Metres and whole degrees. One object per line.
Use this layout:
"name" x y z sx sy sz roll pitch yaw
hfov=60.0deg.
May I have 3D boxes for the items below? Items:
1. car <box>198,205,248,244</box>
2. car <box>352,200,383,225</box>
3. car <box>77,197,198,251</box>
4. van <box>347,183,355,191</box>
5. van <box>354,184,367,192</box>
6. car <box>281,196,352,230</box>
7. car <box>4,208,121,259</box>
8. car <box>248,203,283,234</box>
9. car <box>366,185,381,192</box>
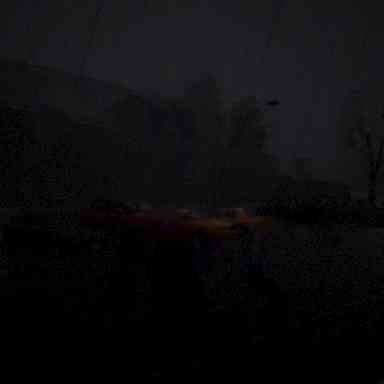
"car" -0.276 1.498 16.127 5.366 1.575 1.946 -1 -1 35
"car" 11.810 1.442 24.917 4.553 1.767 2.185 -1 -1 35
"car" -2.851 1.247 14.481 5.566 2.045 2.435 -1 -1 34
"van" 40.870 -1.271 85.452 1.878 1.987 4.442 8 3 35
"van" 42.597 -0.998 82.979 1.878 1.987 4.442 8 3 35
"car" 6.870 1.283 21.467 5.566 2.045 2.435 -1 -1 35
"car" -5.294 1.523 12.733 4.792 1.488 2.163 -1 -1 34
"car" 1.856 1.511 18.073 5.366 1.575 1.946 -1 -1 35
"car" 44.354 -0.499 80.615 2.231 1.521 4.892 7 3 35
